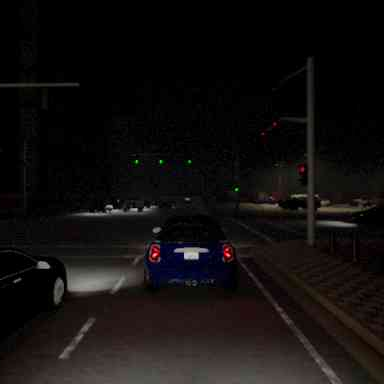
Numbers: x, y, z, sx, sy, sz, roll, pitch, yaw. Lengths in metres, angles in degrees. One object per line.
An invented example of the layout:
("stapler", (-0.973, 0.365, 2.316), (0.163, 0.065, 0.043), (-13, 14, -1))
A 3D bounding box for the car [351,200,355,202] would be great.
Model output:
("car", (35.943, 1.889, 69.301), (3.905, 1.438, 1.784), (0, 0, 0))

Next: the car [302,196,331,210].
("car", (20.913, 1.826, 55.226), (3.806, 1.475, 1.970), (0, 0, 0))

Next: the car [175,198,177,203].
("car", (-4.650, 2.096, 81.451), (2.033, 1.411, 5.357), (0, 0, -1))

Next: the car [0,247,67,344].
("car", (-3.492, 1.542, 4.961), (1.837, 1.490, 4.892), (0, 0, 0))

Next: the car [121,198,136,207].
("car", (-11.501, 1.893, 60.732), (1.882, 1.535, 5.008), (0, 0, 0))

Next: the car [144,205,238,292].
("car", (-0.043, 1.415, 9.293), (2.097, 1.767, 4.553), (0, 0, -1))

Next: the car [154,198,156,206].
("car", (-8.016, 1.939, 65.524), (2.128, 1.511, 4.902), (0, 0, 0))

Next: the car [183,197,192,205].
("car", (-1.053, 2.087, 71.997), (1.895, 1.301, 4.718), (0, 0, -1))

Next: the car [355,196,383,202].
("car", (35.888, 1.659, 66.406), (4.605, 1.855, 1.932), (0, 0, 0))

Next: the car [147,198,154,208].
("car", (-7.963, 1.980, 55.364), (1.895, 1.301, 4.718), (0, 0, 0))

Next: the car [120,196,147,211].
("car", (-7.878, 1.532, 45.340), (2.150, 2.045, 5.566), (0, 0, -3))

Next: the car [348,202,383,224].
("car", (15.038, 1.759, 26.234), (4.674, 1.442, 1.812), (0, 0, 0))

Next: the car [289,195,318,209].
("car", (20.845, 1.622, 60.806), (4.605, 1.855, 1.932), (0, 0, 0))

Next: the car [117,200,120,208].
("car", (-11.430, 1.952, 51.254), (1.895, 1.301, 4.718), (0, 0, 0))

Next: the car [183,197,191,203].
("car", (-1.157, 1.946, 82.067), (1.812, 1.442, 4.674), (0, 0, -1))

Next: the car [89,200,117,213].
("car", (-11.332, 1.833, 41.666), (2.033, 1.411, 5.357), (0, 0, 0))

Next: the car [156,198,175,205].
("car", (-4.257, 1.967, 53.646), (1.895, 1.301, 4.718), (0, 0, -1))
